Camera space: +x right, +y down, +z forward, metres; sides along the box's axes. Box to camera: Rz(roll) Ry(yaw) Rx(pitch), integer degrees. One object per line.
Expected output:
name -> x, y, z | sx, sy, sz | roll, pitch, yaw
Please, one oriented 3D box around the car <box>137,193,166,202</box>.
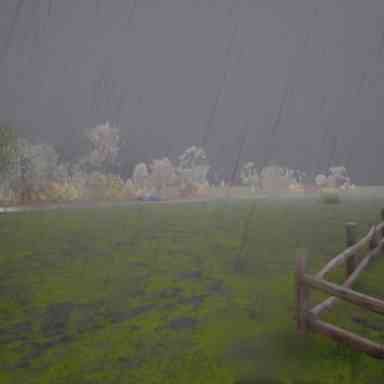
car -> -6.459, 0.867, 53.845 | 2.033, 1.411, 5.357 | 1, 1, 36
